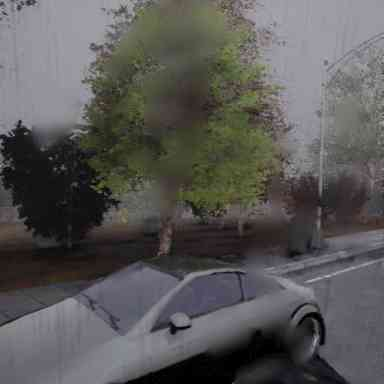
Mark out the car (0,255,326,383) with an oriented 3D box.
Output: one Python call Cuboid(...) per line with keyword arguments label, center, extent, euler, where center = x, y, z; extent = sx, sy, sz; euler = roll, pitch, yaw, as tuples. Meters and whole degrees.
Cuboid(label="car", center=(-0.300, 1.531, 3.909), extent=(4.181, 1.385, 1.994), euler=(-2, 1, -37))
